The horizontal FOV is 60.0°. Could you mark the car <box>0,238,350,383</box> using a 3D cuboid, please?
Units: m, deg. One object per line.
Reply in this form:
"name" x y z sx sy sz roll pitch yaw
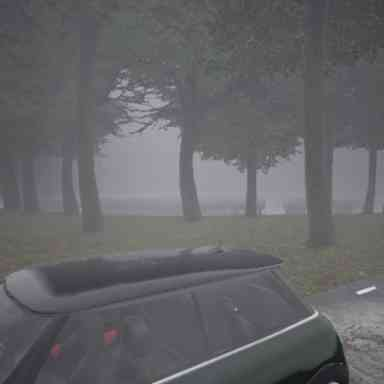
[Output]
"car" -0.872 1.348 2.445 4.553 1.767 2.097 -1 0 -36
